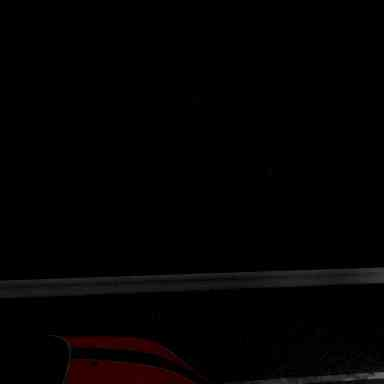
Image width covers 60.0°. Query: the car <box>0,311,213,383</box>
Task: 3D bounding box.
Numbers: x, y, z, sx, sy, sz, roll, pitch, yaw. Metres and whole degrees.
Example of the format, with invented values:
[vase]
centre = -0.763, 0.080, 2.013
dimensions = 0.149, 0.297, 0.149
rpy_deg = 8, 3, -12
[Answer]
[car]
centre = -1.864, 1.352, 1.651
dimensions = 4.553, 1.767, 2.097
rpy_deg = 0, 0, -6
